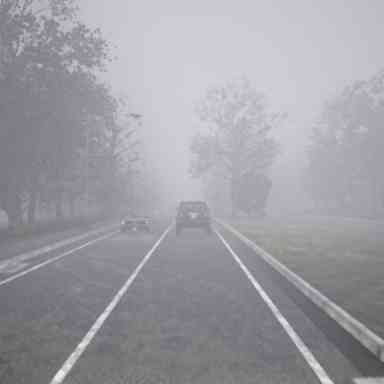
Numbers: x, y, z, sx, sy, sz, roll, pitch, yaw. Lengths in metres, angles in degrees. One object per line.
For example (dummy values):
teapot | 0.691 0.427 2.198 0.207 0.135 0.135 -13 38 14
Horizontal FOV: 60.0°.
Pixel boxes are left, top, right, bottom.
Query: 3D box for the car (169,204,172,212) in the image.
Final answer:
car | -3.290 2.971 63.518 1.837 1.490 4.892 0 -1 1

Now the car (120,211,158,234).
car | -3.373 1.936 21.844 1.895 1.301 4.718 0 -1 0

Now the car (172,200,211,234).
car | 0.078 1.557 21.734 2.150 2.045 5.566 0 -1 0

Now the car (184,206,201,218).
car | 0.057 2.464 41.412 1.994 1.385 4.181 0 -2 0
